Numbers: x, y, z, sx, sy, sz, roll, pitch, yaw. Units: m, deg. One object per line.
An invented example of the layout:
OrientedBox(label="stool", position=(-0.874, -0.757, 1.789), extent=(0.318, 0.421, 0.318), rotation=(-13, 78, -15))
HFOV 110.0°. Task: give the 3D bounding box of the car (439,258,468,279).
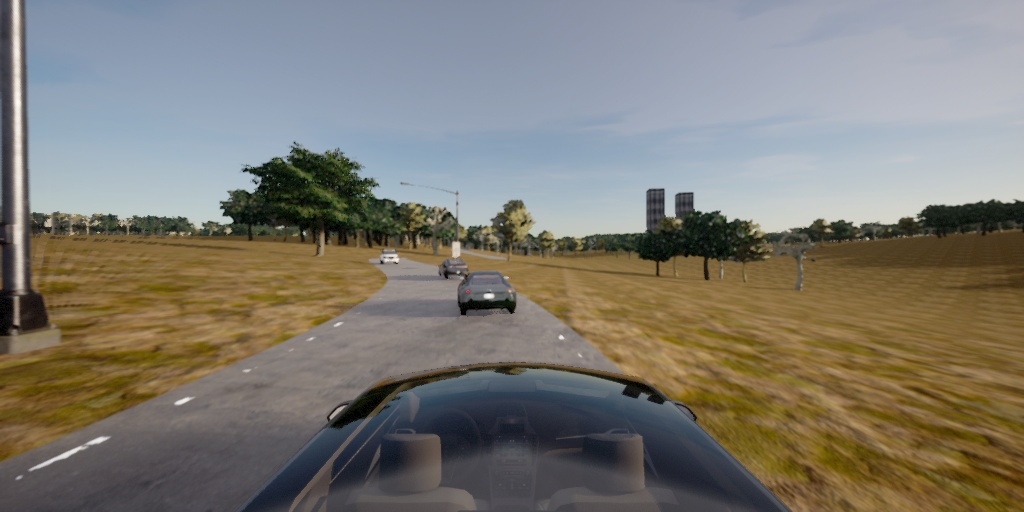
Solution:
OrientedBox(label="car", position=(-4.695, 0.931, 28.552), extent=(2.128, 1.511, 4.902), rotation=(0, 2, -18))

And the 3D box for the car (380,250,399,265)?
OrientedBox(label="car", position=(-17.038, 0.128, 49.804), extent=(2.150, 2.045, 5.566), rotation=(-1, 1, -24))

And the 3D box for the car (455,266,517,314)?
OrientedBox(label="car", position=(-1.031, 1.247, 13.594), extent=(1.994, 1.385, 4.181), rotation=(0, 1, -8))
